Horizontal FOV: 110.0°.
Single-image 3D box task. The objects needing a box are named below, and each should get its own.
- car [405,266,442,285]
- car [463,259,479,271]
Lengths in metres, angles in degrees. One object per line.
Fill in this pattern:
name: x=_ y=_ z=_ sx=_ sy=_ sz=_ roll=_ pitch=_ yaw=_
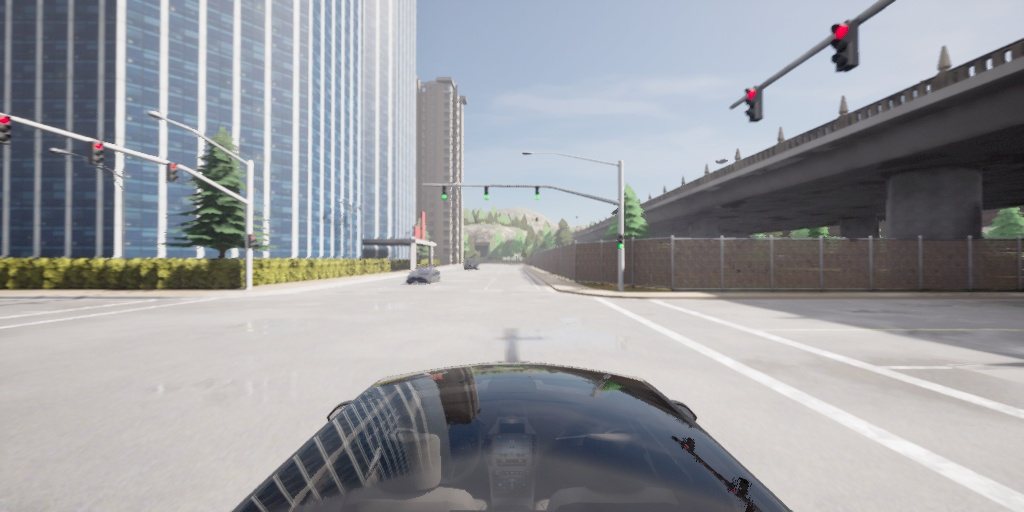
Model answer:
car: x=-6.991 y=1.552 z=28.942 sx=2.033 sy=1.411 sz=5.357 roll=0 pitch=0 yaw=0
car: x=-6.966 y=1.524 z=61.699 sx=2.150 sy=2.045 sz=5.566 roll=0 pitch=1 yaw=0
